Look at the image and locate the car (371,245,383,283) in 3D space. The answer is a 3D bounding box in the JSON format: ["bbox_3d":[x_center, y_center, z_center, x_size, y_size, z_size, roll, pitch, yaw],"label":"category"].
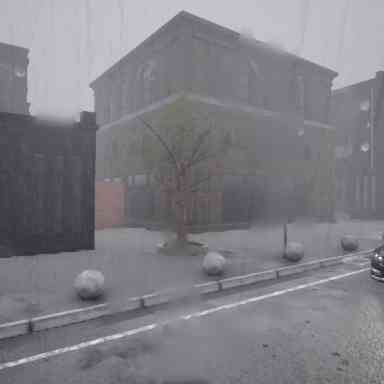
[{"bbox_3d":[6.427,1.494,8.406,4.902,1.511,2.128,0,0,-35],"label":"car"}]
